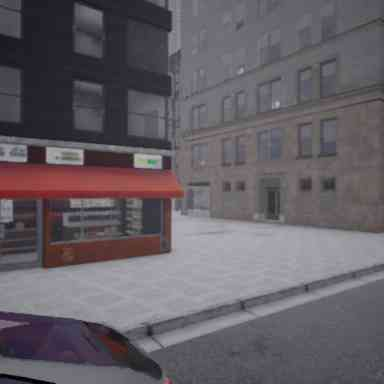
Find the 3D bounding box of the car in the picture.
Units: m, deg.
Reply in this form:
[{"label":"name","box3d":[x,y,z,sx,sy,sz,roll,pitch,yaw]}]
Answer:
[{"label":"car","box3d":[-2.114,1.564,1.870,4.181,1.385,1.994,0,0,-36]}]
